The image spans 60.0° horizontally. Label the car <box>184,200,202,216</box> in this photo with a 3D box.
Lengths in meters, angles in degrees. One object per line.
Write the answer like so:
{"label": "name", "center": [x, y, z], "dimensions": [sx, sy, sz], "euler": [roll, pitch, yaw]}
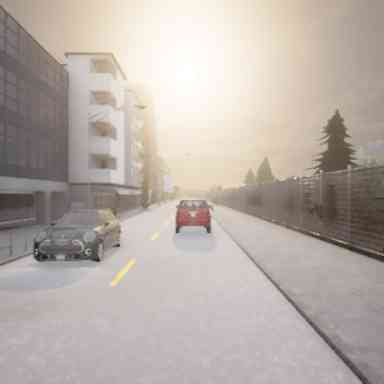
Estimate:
{"label": "car", "center": [0.067, 1.777, 37.270], "dimensions": [1.882, 1.535, 5.008], "euler": [0, 0, 0]}

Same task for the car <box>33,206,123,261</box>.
{"label": "car", "center": [-4.068, 1.453, 12.571], "dimensions": [2.097, 1.767, 4.553], "euler": [0, 0, 0]}

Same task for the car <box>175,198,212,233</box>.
{"label": "car", "center": [0.071, 1.395, 21.262], "dimensions": [2.150, 2.045, 5.566], "euler": [0, 0, 0]}
